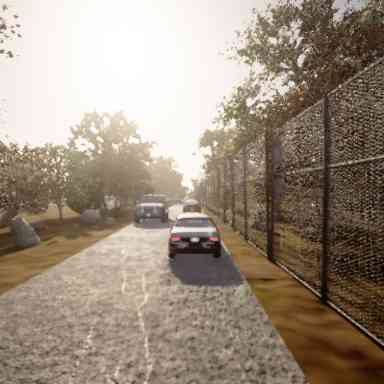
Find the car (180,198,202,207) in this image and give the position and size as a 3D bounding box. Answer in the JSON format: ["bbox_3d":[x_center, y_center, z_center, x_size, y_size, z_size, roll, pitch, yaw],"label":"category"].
[{"bbox_3d":[0.008,1.527,34.101,1.812,1.442,4.674,0,0,0],"label":"car"}]

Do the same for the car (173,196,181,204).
[{"bbox_3d":[-3.083,1.715,66.058,2.150,2.045,5.566,0,-1,0],"label":"car"}]

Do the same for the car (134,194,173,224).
[{"bbox_3d":[-2.907,1.190,25.070,2.150,2.045,5.566,0,0,0],"label":"car"}]

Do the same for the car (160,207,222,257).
[{"bbox_3d":[0.084,1.525,12.814,2.033,1.411,5.357,0,0,0],"label":"car"}]
